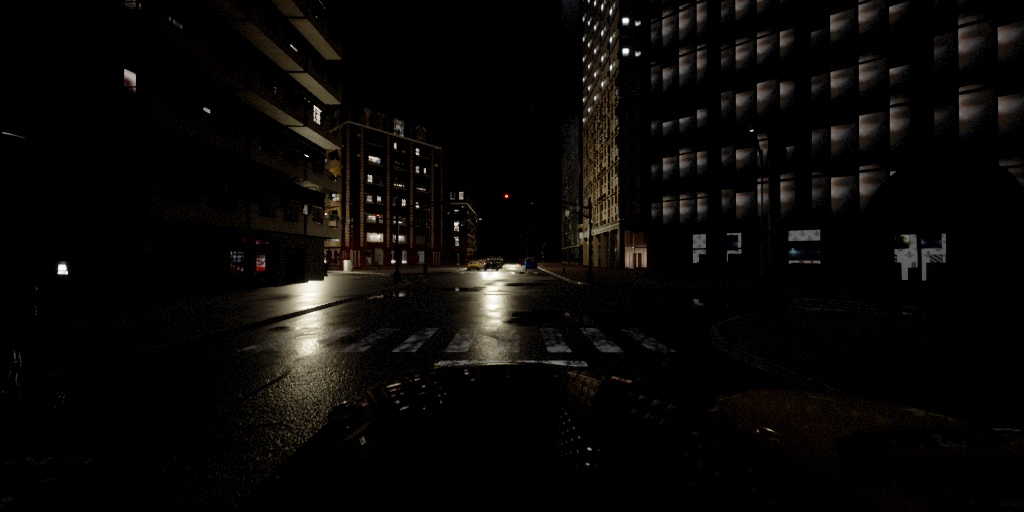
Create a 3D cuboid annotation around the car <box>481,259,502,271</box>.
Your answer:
[{"bbox_3d":[-2.800,1.395,49.229,1.895,1.301,4.718,0,0,0],"label":"car"}]

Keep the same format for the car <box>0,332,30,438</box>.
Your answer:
[{"bbox_3d":[-5.318,1.065,1.076,2.192,1.841,5.009,0,0,0],"label":"car"}]

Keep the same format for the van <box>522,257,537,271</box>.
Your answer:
[{"bbox_3d":[2.613,1.136,50.067,1.690,1.789,3.998,0,0,0],"label":"van"}]

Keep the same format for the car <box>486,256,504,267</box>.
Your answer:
[{"bbox_3d":[-2.779,1.037,59.153,2.150,2.045,5.566,0,0,0],"label":"car"}]

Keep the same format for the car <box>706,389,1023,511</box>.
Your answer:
[{"bbox_3d":[2.563,1.275,1.244,1.751,1.417,4.829,0,0,0],"label":"car"}]

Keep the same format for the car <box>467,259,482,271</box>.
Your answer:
[{"bbox_3d":[-5.267,1.321,49.906,1.751,1.417,4.829,0,0,0],"label":"car"}]
